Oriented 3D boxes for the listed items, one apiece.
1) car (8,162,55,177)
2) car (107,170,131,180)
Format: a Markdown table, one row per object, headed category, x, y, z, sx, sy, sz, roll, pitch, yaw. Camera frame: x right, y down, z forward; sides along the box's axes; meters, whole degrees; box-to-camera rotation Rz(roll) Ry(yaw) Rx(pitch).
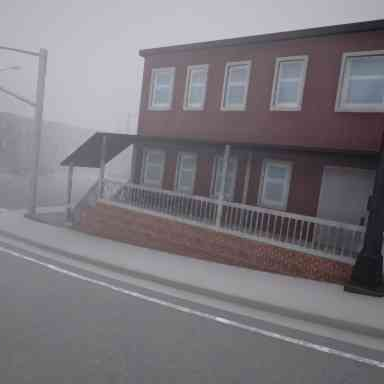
| category | x | y | z | sx | sy | sz | roll | pitch | yaw |
| --- | --- | --- | --- | --- | --- | --- | --- | --- | --- |
| car | -17.711 | -2.510 | 36.871 | 1.837 | 1.490 | 4.892 | 10 | 5 | 35 |
| car | -9.673 | -2.462 | 47.988 | 2.033 | 1.411 | 5.357 | 10 | 6 | 36 |
